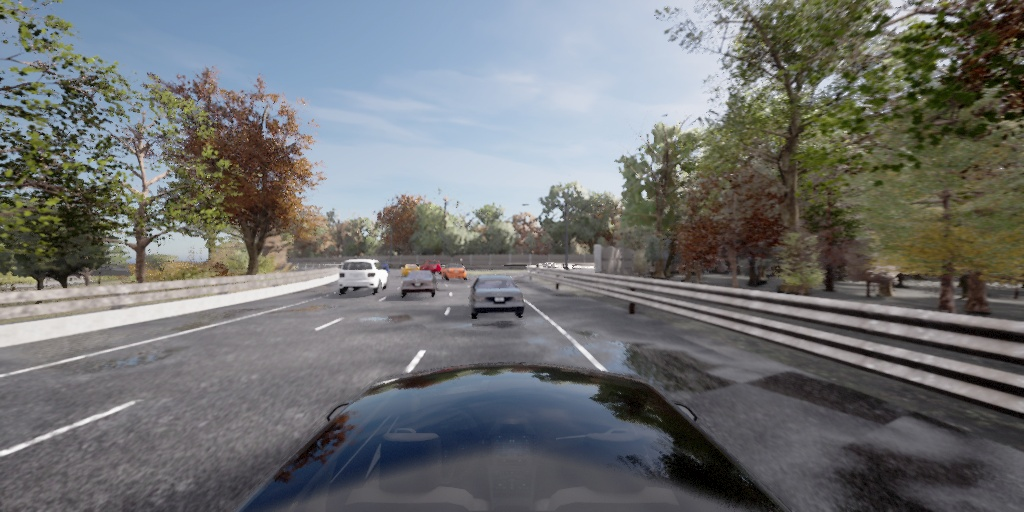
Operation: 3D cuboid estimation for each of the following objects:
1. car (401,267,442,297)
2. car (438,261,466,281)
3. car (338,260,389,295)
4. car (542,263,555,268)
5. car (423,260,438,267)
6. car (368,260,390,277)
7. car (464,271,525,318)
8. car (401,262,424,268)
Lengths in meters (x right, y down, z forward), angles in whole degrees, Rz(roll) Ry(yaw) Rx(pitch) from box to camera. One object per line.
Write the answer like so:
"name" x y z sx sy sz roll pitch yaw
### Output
"car" -5.358 1.557 21.065 2.033 1.411 5.357 0 -1 -11
"car" -6.088 1.563 37.050 2.097 1.767 4.553 0 -1 -18
"car" -9.248 1.264 22.632 2.150 2.045 5.566 0 -1 -12
"car" 6.465 1.943 59.872 2.128 1.511 4.902 -1 -1 37
"car" -11.577 1.621 50.582 2.150 2.045 5.566 0 -1 -26
"car" -17.495 1.596 46.953 2.150 2.045 5.566 0 -1 -25
"car" -0.716 1.451 13.839 2.033 1.411 5.357 0 -1 -7
"car" -12.609 1.805 44.533 1.882 1.535 5.008 0 -1 -23
